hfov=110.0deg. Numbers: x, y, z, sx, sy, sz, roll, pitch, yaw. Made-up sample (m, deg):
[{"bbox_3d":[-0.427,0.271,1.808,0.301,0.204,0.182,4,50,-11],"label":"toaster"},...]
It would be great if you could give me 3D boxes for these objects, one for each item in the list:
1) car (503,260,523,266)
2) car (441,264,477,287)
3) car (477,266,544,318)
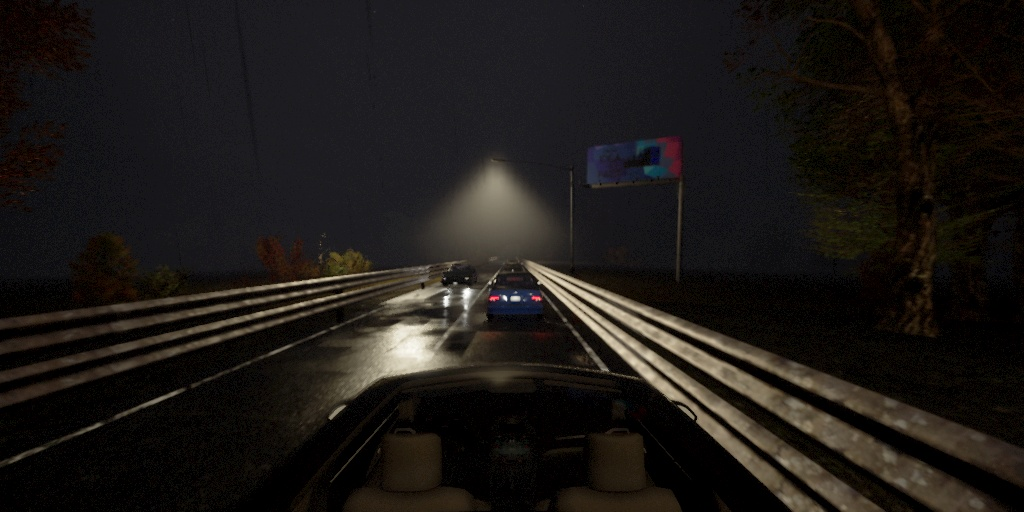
[{"bbox_3d":[0.090,1.128,37.281,1.837,1.490,4.892,0,0,0],"label":"car"},{"bbox_3d":[-3.337,1.219,23.785,2.033,1.411,5.357,0,0,0],"label":"car"},{"bbox_3d":[0.095,1.258,12.789,2.033,1.411,5.357,0,0,0],"label":"car"}]
